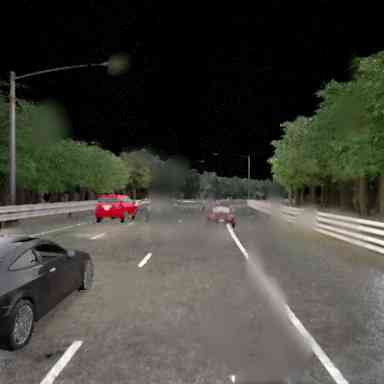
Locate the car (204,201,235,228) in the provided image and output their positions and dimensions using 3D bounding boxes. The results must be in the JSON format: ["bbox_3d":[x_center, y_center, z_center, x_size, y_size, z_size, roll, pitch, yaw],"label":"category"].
[{"bbox_3d":[1.938,1.583,22.663,1.812,1.442,4.674,0,0,3],"label":"car"}]

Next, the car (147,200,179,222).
[{"bbox_3d":[-2.337,1.425,27.459,2.097,1.767,4.553,0,0,4],"label":"car"}]

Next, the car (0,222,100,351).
[{"bbox_3d":[-3.301,1.537,6.085,1.812,1.442,4.674,0,0,1],"label":"car"}]

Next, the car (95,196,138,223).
[{"bbox_3d":[-5.925,1.293,26.516,2.150,2.045,5.566,0,0,4],"label":"car"}]

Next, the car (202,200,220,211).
[{"bbox_3d":[2.433,1.760,43.215,1.994,1.385,4.181,0,-1,7],"label":"car"}]

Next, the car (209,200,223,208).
[{"bbox_3d":[3.978,1.968,55.588,1.994,1.385,4.181,0,-1,9],"label":"car"}]
